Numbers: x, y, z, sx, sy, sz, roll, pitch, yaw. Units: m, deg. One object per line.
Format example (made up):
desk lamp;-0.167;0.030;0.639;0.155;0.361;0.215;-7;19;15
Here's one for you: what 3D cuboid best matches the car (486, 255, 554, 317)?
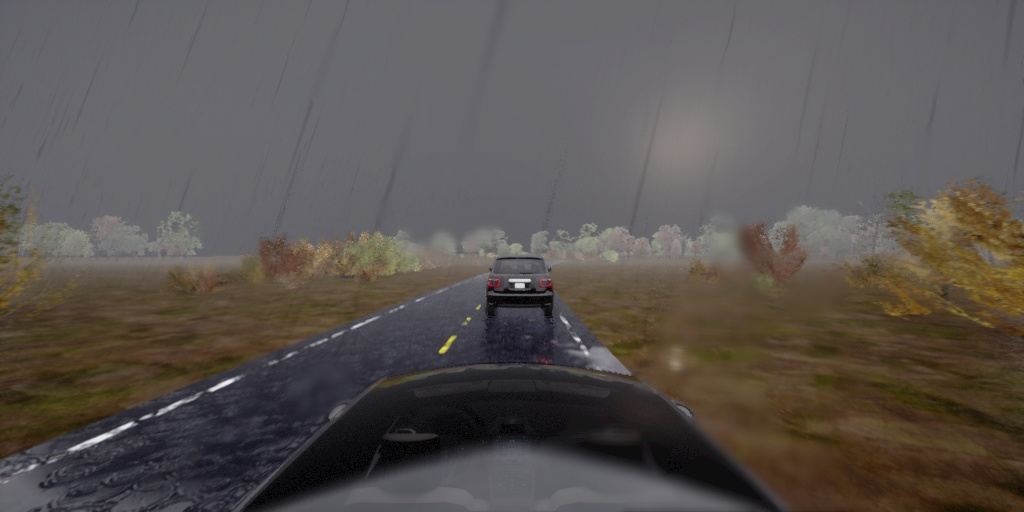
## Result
car;0.308;0.970;13.282;2.150;2.045;5.566;0;0;2
